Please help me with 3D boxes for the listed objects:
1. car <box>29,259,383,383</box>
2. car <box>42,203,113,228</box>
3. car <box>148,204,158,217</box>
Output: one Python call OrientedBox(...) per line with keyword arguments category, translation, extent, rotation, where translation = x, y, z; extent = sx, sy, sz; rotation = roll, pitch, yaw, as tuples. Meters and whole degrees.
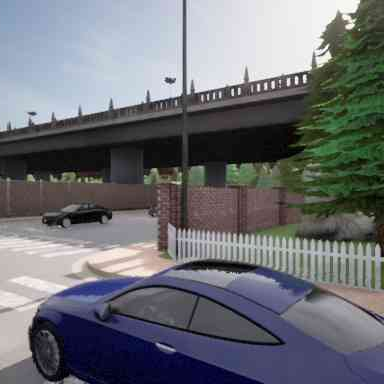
OrientedBox(category="car", translation=(0.064, 1.525, 3.744), extent=(4.674, 1.442, 1.812), rotation=(0, 0, 36))
OrientedBox(category="car", translation=(-7.790, 1.528, 22.959), extent=(1.882, 1.535, 5.008), rotation=(0, 0, 35))
OrientedBox(category="car", translation=(-2.023, 1.402, 31.281), extent=(2.097, 1.767, 4.553), rotation=(0, 0, 35))
